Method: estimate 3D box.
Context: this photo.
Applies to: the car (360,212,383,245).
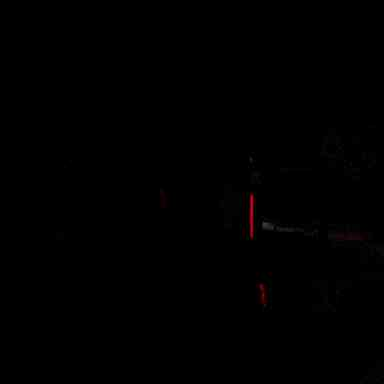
[{"bbox_3d":[8.464,1.492,12.820,2.128,1.511,4.902,1,0,-2],"label":"car"}]
